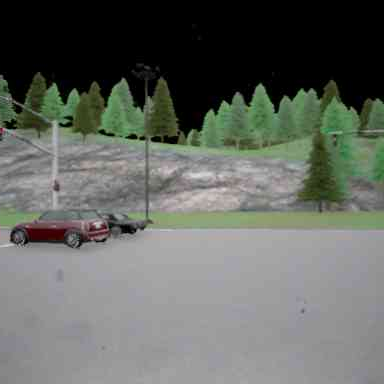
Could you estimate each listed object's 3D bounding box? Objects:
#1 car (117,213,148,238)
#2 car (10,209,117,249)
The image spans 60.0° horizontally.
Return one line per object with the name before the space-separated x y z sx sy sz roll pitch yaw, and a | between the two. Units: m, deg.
car | -5.061 1.860 19.161 4.718 1.301 1.895 -1 -1 19
car | -6.215 1.580 15.642 4.553 1.767 2.097 -1 0 20
